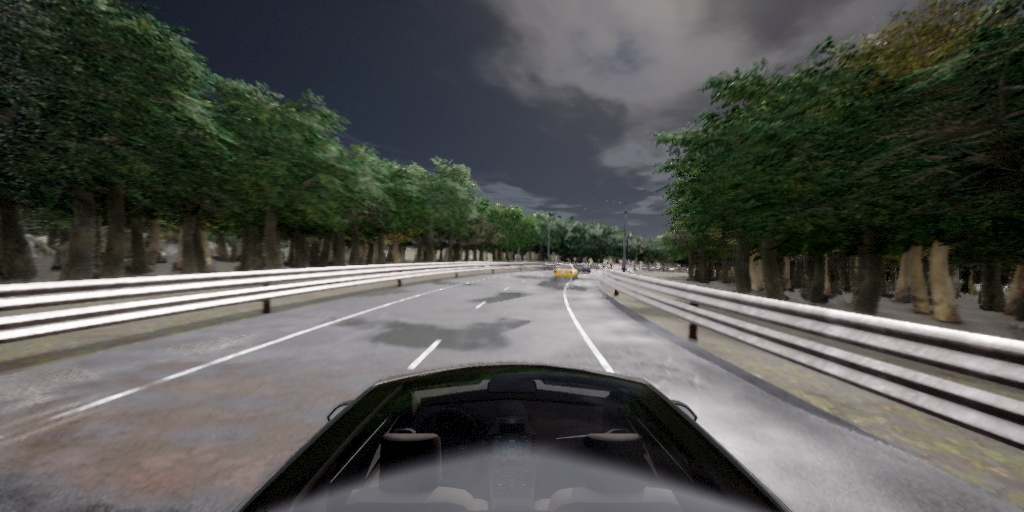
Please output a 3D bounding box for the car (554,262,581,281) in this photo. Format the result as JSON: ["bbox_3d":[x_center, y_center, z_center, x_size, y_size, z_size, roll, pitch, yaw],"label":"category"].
[{"bbox_3d":[4.975,1.367,32.938,1.801,1.575,5.366,1,0,14],"label":"car"}]

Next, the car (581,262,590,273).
[{"bbox_3d":[9.836,1.659,51.170,2.128,1.511,4.902,1,0,26],"label":"car"}]
